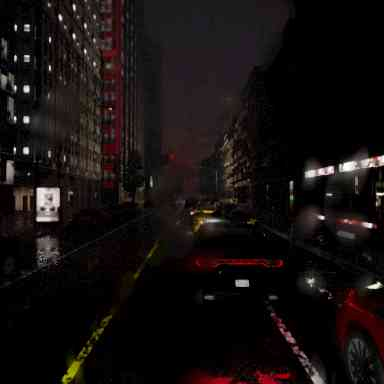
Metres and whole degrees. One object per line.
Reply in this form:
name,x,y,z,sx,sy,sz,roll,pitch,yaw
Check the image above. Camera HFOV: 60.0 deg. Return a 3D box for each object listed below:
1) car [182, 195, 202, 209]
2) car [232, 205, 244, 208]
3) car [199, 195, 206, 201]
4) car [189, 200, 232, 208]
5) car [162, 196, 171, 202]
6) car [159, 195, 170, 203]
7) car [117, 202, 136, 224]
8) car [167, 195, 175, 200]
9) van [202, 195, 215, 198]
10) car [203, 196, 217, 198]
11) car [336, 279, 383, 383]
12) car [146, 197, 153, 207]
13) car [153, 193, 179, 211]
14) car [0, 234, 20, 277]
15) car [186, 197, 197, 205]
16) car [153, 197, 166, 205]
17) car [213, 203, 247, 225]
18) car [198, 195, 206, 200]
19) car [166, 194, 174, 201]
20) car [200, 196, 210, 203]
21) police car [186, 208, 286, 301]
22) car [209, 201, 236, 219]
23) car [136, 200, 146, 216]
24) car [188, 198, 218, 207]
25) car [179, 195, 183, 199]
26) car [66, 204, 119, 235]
car,-0.006,1.463,45.875,1.882,1.535,5.008,0,0,0
car,2.695,1.525,18.985,1.752,1.417,4.829,1,0,0
car,2.677,1.527,86.695,1.802,1.307,4.206,1,0,0
car,0.894,1.455,18.602,1.801,1.575,5.366,0,0,0
car,-5.701,1.541,75.414,1.802,1.307,4.206,1,0,0
car,-5.697,1.406,69.758,1.967,1.590,4.097,1,0,0
car,-5.687,1.543,24.503,1.887,1.381,4.507,1,0,0
car,-5.704,1.503,92.385,1.947,1.339,4.313,1,0,0
van,2.690,1.326,47.099,1.690,1.788,3.998,1,0,0
car,2.688,1.554,41.442,1.947,1.339,4.313,1,0,0
car,2.702,1.316,1.845,2.192,1.841,5.009,1,0,0
car,-5.692,1.425,47.132,1.967,1.590,4.097,1,0,0
car,-3.112,1.210,41.239,2.150,2.045,5.566,0,0,0
car,-5.683,1.546,7.533,1.887,1.381,4.507,1,0,0
car,-0.017,1.576,60.036,1.895,1.301,4.718,0,0,0
car,-5.696,1.558,58.445,1.802,1.307,4.206,1,0,0
car,2.693,1.564,24.471,1.947,1.339,4.313,1,0,0
car,2.676,1.488,92.352,2.008,1.369,4.403,1,0,0
car,-5.701,1.385,86.729,1.967,1.590,4.097,1,0,0
car,2.681,1.547,69.725,1.802,1.307,4.206,1,0,0
police car,0.897,1.426,8.521,1.930,1.638,5.238,0,0,0
car,2.692,1.546,30.128,2.008,1.369,4.403,1,0,0
car,-5.689,1.561,30.160,1.947,1.339,4.313,1,0,0
car,0.809,1.454,24.600,1.801,1.575,5.366,0,0,0
car,-3.024,1.465,89.911,1.812,1.442,4.674,0,0,0
car,-5.687,1.582,18.846,1.802,1.307,4.206,1,0,0
